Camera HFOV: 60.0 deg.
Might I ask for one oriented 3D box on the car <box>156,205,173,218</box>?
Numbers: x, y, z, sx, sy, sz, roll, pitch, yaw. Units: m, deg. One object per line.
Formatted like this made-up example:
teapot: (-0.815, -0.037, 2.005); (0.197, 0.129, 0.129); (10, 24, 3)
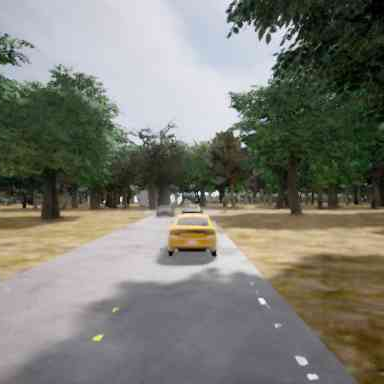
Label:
car: (-3.016, 2.224, 38.593); (1.994, 1.385, 4.181); (0, -1, 0)

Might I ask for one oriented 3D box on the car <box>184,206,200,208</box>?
car: (0.026, 1.946, 28.560); (2.128, 1.511, 4.902); (0, -1, 0)

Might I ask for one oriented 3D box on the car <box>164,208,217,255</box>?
car: (0.028, 1.674, 14.297); (1.882, 1.535, 5.008); (0, -1, 0)
